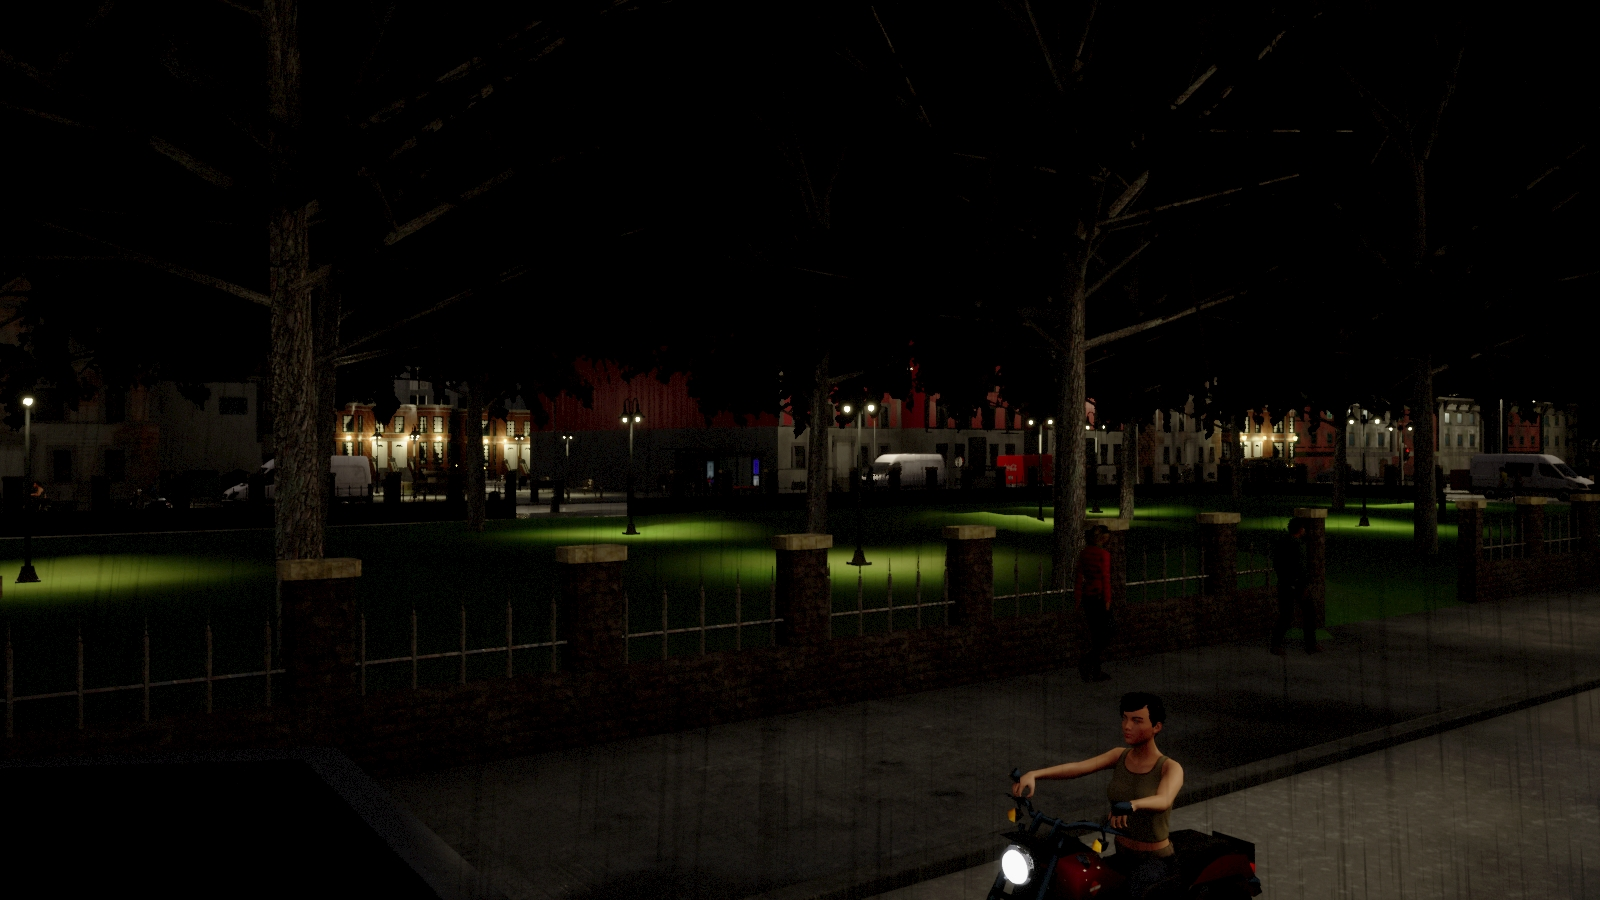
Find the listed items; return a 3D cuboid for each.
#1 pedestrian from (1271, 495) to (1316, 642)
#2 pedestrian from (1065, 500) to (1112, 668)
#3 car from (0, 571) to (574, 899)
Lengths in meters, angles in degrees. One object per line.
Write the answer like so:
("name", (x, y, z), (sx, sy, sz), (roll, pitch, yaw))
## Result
("pedestrian", (6.386, 1.519, 14.793), (0.375, 1.860, 0.375), (0, 0, -26))
("pedestrian", (3.310, 1.520, 13.116), (0.375, 1.860, 0.375), (0, 0, -31))
("car", (-3.767, 1.534, 1.768), (6.274, 2.098, 2.390), (0, 0, -35))
